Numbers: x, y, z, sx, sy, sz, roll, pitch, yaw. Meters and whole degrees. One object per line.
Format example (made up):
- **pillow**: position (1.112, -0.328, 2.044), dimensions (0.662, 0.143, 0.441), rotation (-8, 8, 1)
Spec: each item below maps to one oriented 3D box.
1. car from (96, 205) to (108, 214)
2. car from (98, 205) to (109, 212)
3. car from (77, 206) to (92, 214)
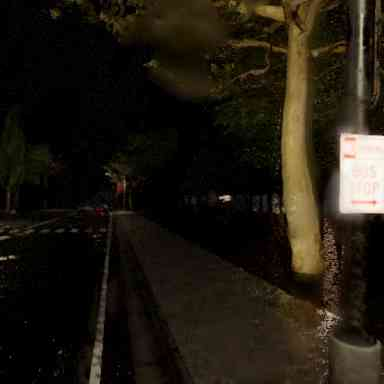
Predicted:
- **car**: position (-16.509, 3.272, 60.855), dimensions (1.837, 1.490, 4.892), rotation (1, -2, -13)
- **car**: position (-18.944, 3.530, 70.995), dimensions (2.128, 1.511, 4.902), rotation (1, -2, -13)
- **car**: position (-19.949, 3.377, 61.261), dimensions (1.895, 1.301, 4.718), rotation (1, -2, -13)
